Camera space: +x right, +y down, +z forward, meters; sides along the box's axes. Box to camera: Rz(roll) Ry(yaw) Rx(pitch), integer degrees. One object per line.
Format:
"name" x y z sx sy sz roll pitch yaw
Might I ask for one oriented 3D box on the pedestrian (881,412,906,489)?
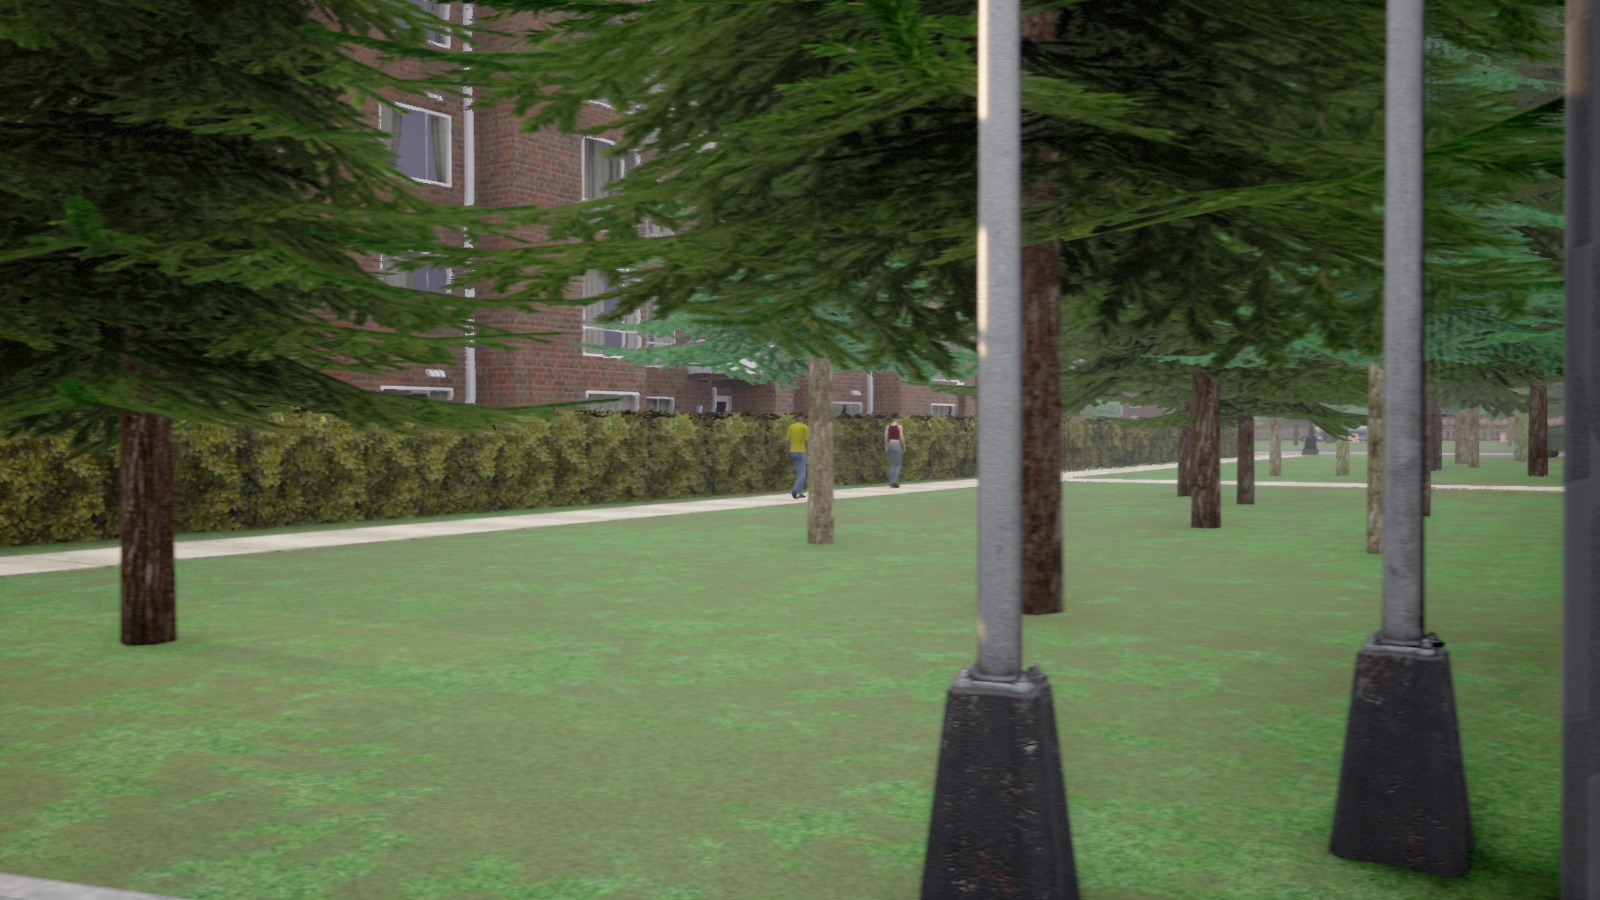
"pedestrian" 2.274 0.001 30.442 0.345 1.836 0.594 1 1 33

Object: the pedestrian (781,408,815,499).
"pedestrian" -0.043 0.061 25.854 0.354 1.836 0.706 1 1 35

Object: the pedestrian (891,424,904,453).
"pedestrian" 6.184 -0.733 79.740 0.703 1.840 0.431 1 1 35
